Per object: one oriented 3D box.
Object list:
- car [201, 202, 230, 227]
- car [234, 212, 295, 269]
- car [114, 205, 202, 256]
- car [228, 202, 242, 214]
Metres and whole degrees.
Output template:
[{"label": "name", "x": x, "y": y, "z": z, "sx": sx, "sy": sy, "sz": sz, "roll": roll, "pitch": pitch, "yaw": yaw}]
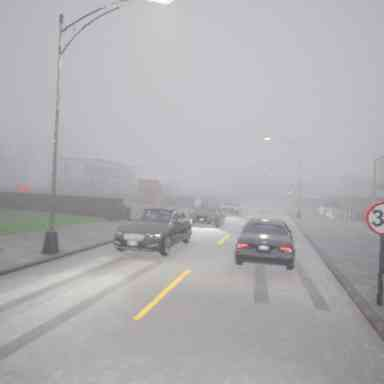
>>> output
[{"label": "car", "x": 1.081, "y": 1.551, "z": 22.713, "sx": 1.994, "sy": 1.385, "sz": 4.181, "roll": 3, "pitch": 0, "yaw": 14}, {"label": "car", "x": 2.613, "y": 1.638, "z": 11.779, "sx": 2.033, "sy": 1.411, "sz": 5.357, "roll": 3, "pitch": 0, "yaw": 14}, {"label": "car", "x": -1.305, "y": 1.392, "z": 12.991, "sx": 2.128, "sy": 1.511, "sz": 4.902, "roll": 3, "pitch": 0, "yaw": 14}, {"label": "car", "x": 4.051, "y": 1.696, "z": 34.739, "sx": 1.895, "sy": 1.301, "sz": 4.718, "roll": 3, "pitch": 0, "yaw": 14}]
